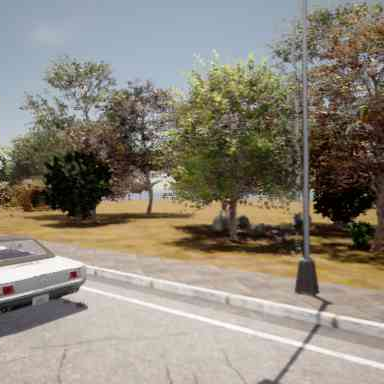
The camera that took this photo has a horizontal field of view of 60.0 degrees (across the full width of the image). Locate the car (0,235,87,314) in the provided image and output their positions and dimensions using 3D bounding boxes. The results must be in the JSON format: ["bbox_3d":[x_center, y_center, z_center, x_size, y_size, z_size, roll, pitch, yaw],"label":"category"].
[{"bbox_3d":[-4.466,1.599,7.115,4.718,1.301,1.895,0,0,35],"label":"car"}]
